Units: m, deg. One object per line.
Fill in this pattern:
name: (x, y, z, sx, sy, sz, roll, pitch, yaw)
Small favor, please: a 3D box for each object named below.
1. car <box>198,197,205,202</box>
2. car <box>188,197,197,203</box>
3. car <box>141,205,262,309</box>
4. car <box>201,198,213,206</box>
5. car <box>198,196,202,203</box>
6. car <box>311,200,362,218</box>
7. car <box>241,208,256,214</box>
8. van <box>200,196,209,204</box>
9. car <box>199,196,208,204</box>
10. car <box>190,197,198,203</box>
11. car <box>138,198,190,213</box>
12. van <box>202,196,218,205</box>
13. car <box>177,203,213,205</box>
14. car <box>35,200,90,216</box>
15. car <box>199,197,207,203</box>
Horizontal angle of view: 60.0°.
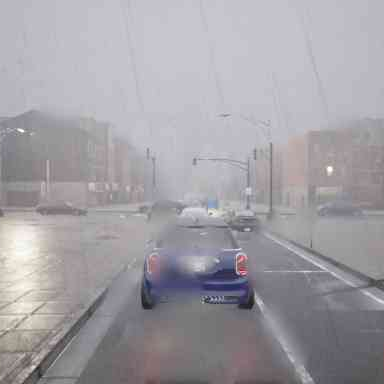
car: (2.715, 2.138, 92.651, 1.802, 1.307, 4.206, -2, -1, 0)
car: (0.089, 2.003, 85.890, 2.128, 1.511, 4.902, 0, -1, 0)
car: (0.106, 1.355, 8.011, 2.097, 1.767, 4.553, 0, 0, 0)
car: (2.684, 1.793, 60.911, 2.008, 1.369, 4.403, -1, -1, 0)
car: (2.674, 1.516, 55.624, 2.192, 1.841, 5.009, -1, 0, 0)
car: (14.252, 1.590, 33.020, 4.553, 1.767, 2.097, 1, 1, 0)
car: (2.644, 1.572, 18.083, 2.008, 1.369, 4.403, -1, 0, 0)
van: (2.689, 1.674, 71.494, 1.690, 1.788, 3.998, -1, -1, 0)
car: (2.696, 1.824, 76.783, 1.967, 1.590, 4.097, -1, -1, 0)
car: (0.157, 1.854, 62.455, 1.895, 1.301, 4.718, 0, 0, 0)
car: (-2.938, 1.523, 33.077, 4.892, 1.490, 1.837, 1, 0, 0)
van: (2.665, 1.474, 45.042, 1.690, 1.788, 3.998, -1, 0, 0)
car: (0.147, 1.546, 17.831, 1.812, 1.442, 4.674, 0, 0, 1)
car: (-11.688, 1.458, 30.150, 4.674, 1.442, 1.812, 1, 1, 2)
car: (2.704, 1.982, 82.072, 1.887, 1.381, 4.507, -1, -1, 0)
